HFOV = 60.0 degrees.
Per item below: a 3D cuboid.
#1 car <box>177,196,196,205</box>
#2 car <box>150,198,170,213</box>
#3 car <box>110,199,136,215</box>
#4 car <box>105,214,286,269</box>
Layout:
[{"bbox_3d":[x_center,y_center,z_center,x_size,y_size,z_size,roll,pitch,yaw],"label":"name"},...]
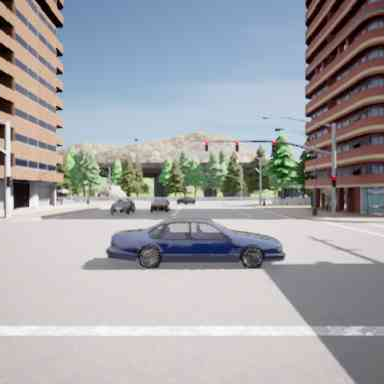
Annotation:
[{"bbox_3d":[-1.078,1.460,58.891,2.128,1.511,4.902,0,0,-27],"label":"car"},{"bbox_3d":[-3.540,1.466,37.645,1.882,1.535,5.008,0,0,0],"label":"car"},{"bbox_3d":[-7.061,1.481,34.323,2.128,1.511,4.902,0,0,0],"label":"car"},{"bbox_3d":[0.087,1.544,10.502,5.357,1.411,2.033,0,0,0],"label":"car"}]
